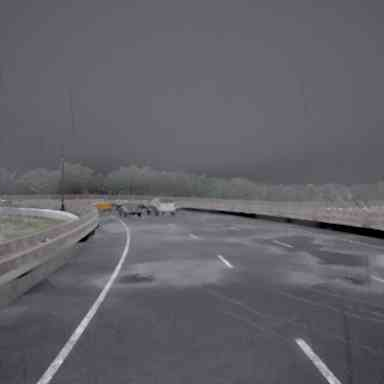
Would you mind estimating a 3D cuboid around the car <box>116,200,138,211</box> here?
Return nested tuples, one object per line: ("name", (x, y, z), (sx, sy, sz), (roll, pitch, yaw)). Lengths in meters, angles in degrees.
("car", (-10.111, 2.113, 51.579), (1.882, 1.535, 5.008), (0, -1, -30))

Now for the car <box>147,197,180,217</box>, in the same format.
("car", (-3.602, 1.652, 37.827), (2.150, 2.045, 5.566), (0, -1, -22))

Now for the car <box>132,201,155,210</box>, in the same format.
("car", (-8.096, 2.256, 55.123), (1.895, 1.301, 4.718), (0, -1, -33))

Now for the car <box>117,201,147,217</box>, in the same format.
("car", (-6.915, 1.998, 36.771), (2.033, 1.411, 5.357), (0, -1, -22))

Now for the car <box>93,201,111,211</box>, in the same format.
("car", (-14.016, 2.145, 51.377), (1.882, 1.535, 5.008), (0, -1, -33))
